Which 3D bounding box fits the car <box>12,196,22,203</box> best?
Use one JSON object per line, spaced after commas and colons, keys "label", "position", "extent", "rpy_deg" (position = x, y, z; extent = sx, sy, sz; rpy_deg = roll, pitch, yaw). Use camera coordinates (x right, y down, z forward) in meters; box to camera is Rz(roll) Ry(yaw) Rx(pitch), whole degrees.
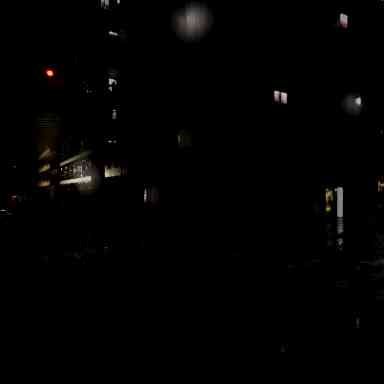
{"label": "car", "position": [-38.242, 1.543, 72.636], "extent": [1.887, 1.381, 4.507], "rpy_deg": [1, 0, -30]}

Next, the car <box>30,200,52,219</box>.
{"label": "car", "position": [-12.987, 1.619, 29.520], "extent": [1.802, 1.307, 4.206], "rpy_deg": [1, 0, -30]}

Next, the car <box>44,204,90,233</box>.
{"label": "car", "position": [-7.375, 1.608, 19.939], "extent": [1.947, 1.339, 4.313], "rpy_deg": [1, 0, -30]}

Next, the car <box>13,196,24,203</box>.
{"label": "car", "position": [-35.436, 1.549, 67.845], "extent": [1.887, 1.381, 4.507], "rpy_deg": [1, 0, -30]}

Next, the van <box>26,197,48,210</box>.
{"label": "van", "position": [-15.790, 1.375, 34.312], "extent": [1.690, 1.788, 3.998], "rpy_deg": [1, 0, -30]}

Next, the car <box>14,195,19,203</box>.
{"label": "car", "position": [-27.018, 1.570, 53.474], "extent": [2.008, 1.369, 4.403], "rpy_deg": [1, 0, -30]}

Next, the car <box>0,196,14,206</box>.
{"label": "car", "position": [-29.707, 1.469, 52.987], "extent": [1.882, 1.535, 5.008], "rpy_deg": [1, 0, -30]}

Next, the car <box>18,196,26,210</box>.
{"label": "car", "position": [-21.404, 1.467, 43.893], "extent": [1.967, 1.590, 4.097], "rpy_deg": [1, 0, -30]}

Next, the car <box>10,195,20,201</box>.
{"label": "car", "position": [-43.855, 1.537, 82.217], "extent": [2.008, 1.369, 4.403], "rpy_deg": [1, 0, -30]}
